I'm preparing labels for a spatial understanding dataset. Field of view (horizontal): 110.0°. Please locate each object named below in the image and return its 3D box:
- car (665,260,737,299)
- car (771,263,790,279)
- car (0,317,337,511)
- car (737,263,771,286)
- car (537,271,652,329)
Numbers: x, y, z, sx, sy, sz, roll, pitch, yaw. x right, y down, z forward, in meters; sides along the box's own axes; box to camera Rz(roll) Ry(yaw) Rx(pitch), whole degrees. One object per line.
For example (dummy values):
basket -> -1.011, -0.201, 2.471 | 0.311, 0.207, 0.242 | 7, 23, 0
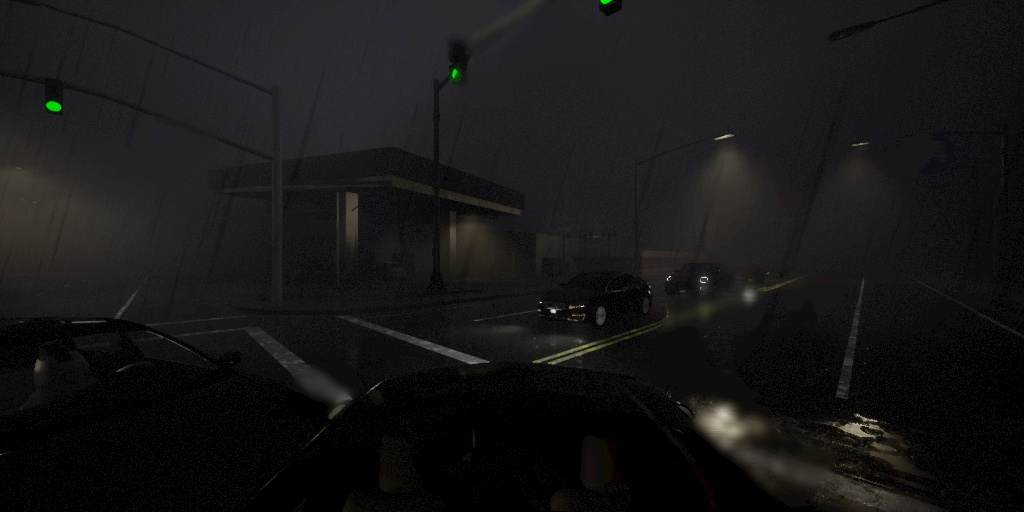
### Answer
car -> 9.630, 1.102, 18.395 | 2.097, 1.767, 4.553 | 0, 0, 45
car -> 23.622, 1.314, 32.427 | 4.181, 1.385, 1.994 | 0, 0, -45
car -> -3.433, 1.242, 2.467 | 4.902, 1.511, 2.128 | 0, 0, 15
car -> 16.523, 1.314, 25.339 | 1.994, 1.385, 4.181 | 0, 0, 44
car -> 2.825, 1.255, 11.516 | 1.837, 1.490, 4.892 | 0, 0, 44
